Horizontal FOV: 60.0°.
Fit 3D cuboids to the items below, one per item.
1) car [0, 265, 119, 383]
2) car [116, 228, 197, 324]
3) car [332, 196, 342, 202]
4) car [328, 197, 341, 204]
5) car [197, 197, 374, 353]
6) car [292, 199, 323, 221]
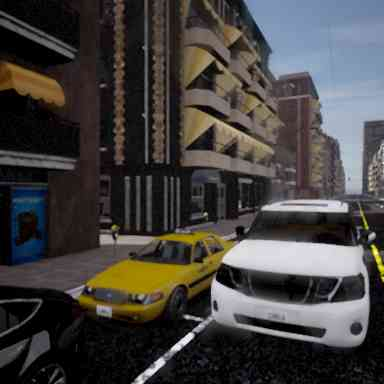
[{"bbox_3d":[-2.712,1.567,2.400,1.947,1.339,4.313,0,0,26],"label":"car"},{"bbox_3d":[-0.303,1.526,7.321,1.752,1.417,4.829,0,0,26],"label":"car"},{"bbox_3d":[32.721,1.613,74.905,1.802,1.307,4.206,0,0,26],"label":"car"},{"bbox_3d":[27.087,1.572,63.280,2.008,1.369,4.403,0,0,26],"label":"car"},{"bbox_3d":[2.294,1.221,6.736,2.150,2.045,5.566,0,0,26],"label":"car"},{"bbox_3d":[9.704,1.443,27.767,1.967,1.590,4.097,0,0,26],"label":"car"}]
